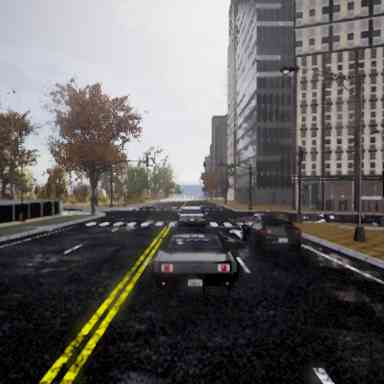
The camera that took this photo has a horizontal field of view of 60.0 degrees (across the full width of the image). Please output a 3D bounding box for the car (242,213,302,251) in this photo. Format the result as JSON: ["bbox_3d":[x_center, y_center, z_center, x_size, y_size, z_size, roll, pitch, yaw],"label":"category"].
[{"bbox_3d":[3.341,1.627,14.469,1.812,1.442,4.674,0,-1,0],"label":"car"}]

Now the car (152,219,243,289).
[{"bbox_3d":[0.076,1.666,9.318,1.895,1.301,4.718,0,0,0],"label":"car"}]

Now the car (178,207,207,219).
[{"bbox_3d":[0.037,1.704,21.944,2.033,1.411,5.357,0,0,0],"label":"car"}]
